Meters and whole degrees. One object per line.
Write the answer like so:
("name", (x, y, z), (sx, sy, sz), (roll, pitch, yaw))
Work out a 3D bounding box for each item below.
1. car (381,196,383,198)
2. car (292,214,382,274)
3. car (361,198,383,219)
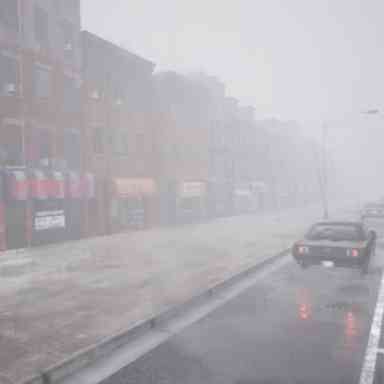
("car", (23.098, 1.298, 40.038), (1.801, 1.575, 5.366), (-2, -1, 32))
("car", (4.757, 1.590, 10.653), (1.895, 1.301, 4.718), (-2, -1, 32))
("car", (14.088, 1.460, 25.506), (2.033, 1.411, 5.357), (-2, -1, 32))
